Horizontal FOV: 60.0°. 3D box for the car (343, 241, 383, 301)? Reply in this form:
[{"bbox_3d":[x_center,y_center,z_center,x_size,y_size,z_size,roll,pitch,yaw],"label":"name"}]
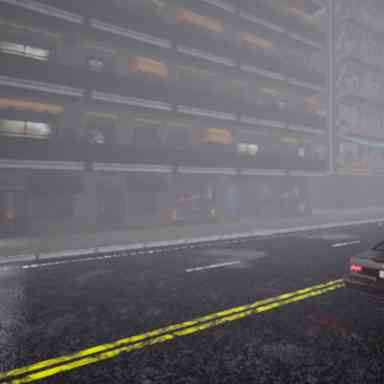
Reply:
[{"bbox_3d":[5.532,1.530,7.392,5.357,1.411,2.033,0,0,-36],"label":"car"}]
